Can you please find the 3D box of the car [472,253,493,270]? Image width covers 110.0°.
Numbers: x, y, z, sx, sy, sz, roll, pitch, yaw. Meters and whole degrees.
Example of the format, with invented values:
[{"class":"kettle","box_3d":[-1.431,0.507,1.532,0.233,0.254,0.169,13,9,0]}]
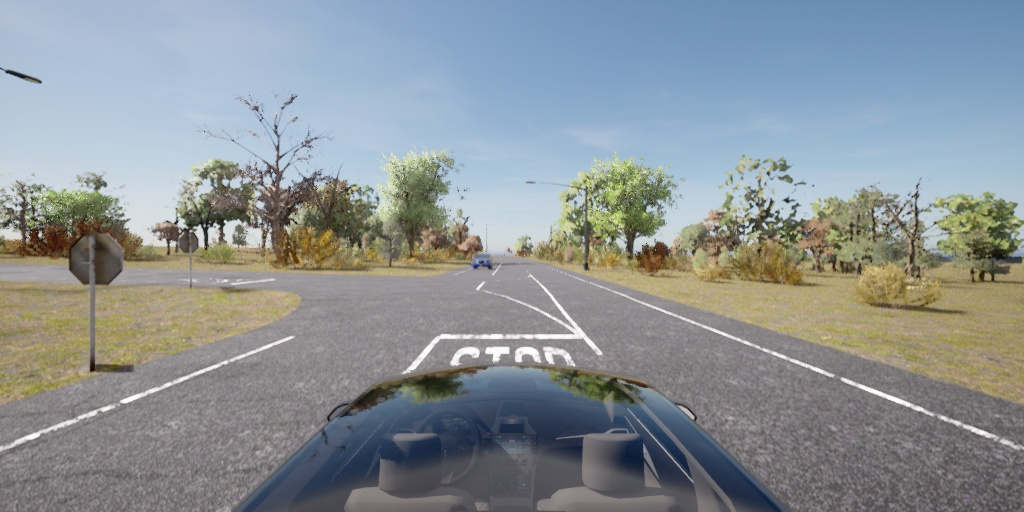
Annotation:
[{"class":"car","box_3d":[-3.565,0.649,44.088,2.150,2.045,5.566,0,0,0]}]
